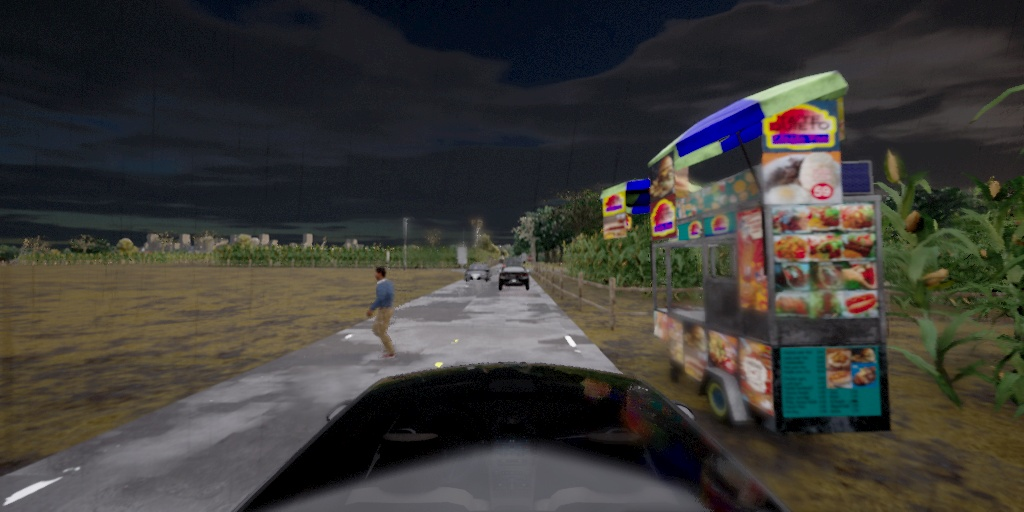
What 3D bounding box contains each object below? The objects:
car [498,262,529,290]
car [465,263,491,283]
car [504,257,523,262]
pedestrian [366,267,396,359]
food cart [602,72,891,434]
[{"bbox_3d":[0.130,1.329,23.545,1.882,1.535,5.008,0,-1,0],"label":"car"},{"bbox_3d":[-2.740,1.371,29.630,2.128,1.511,4.902,0,0,1],"label":"car"},{"bbox_3d":[0.116,1.126,34.852,2.150,2.045,5.566,0,0,0],"label":"car"},{"bbox_3d":[-2.530,1.068,7.047,0.375,1.860,0.375,1,-1,0],"label":"pedestrian"},{"bbox_3d":[3.134,0.232,5.391,2.280,3.560,4.660,0,0,0],"label":"food cart"}]
